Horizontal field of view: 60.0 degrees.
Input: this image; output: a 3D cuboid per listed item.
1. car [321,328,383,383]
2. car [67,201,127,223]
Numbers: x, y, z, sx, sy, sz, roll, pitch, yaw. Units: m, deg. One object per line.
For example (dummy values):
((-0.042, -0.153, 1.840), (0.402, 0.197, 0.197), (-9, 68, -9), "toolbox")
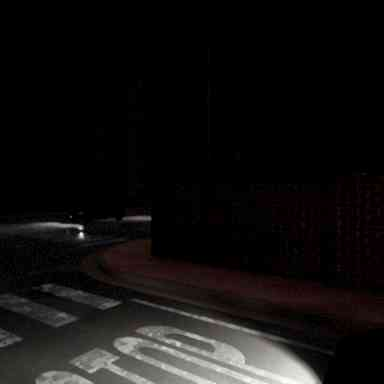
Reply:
((2.910, 1.568, 1.930), (4.181, 1.385, 1.994), (0, 0, 35), "car")
((-6.869, 1.414, 24.453), (1.812, 1.442, 4.674), (0, 0, 35), "car")
